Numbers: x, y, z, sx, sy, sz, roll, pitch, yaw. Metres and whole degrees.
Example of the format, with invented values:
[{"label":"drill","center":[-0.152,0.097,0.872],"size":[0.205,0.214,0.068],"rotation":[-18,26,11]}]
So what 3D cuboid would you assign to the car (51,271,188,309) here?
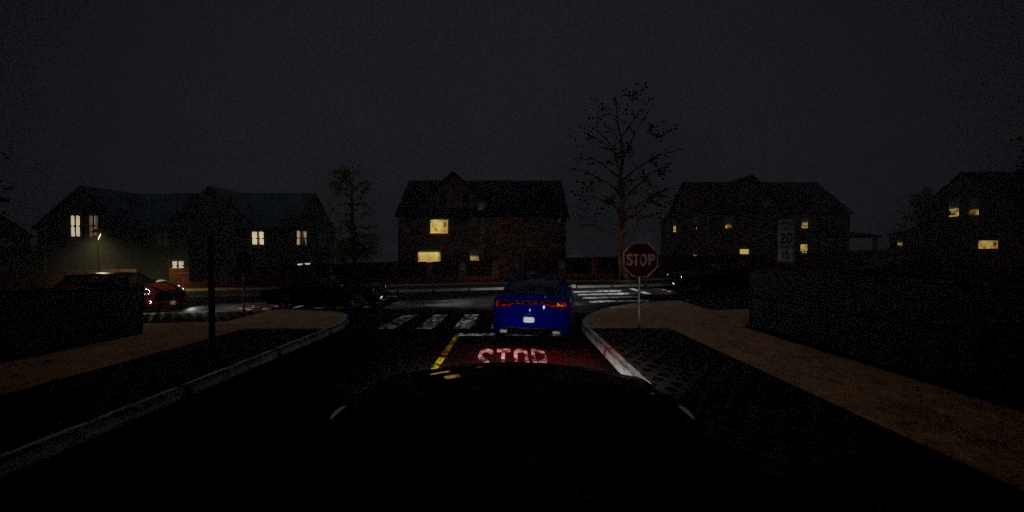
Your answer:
[{"label":"car","center":[-16.800,1.472,15.374],"size":[4.553,1.767,2.097],"rotation":[-1,1,0]}]

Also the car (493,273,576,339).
[{"label":"car","center":[0.786,1.226,10.175],"size":[1.882,1.535,5.008],"rotation":[0,0,10]}]

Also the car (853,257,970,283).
[{"label":"car","center":[20.055,0.753,18.347],"size":[5.357,1.411,2.033],"rotation":[-1,1,0]}]

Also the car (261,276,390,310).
[{"label":"car","center":[-7.812,1.506,15.382],"size":[4.718,1.301,1.895],"rotation":[-1,1,0]}]

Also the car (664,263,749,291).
[{"label":"car","center":[10.410,1.034,18.311],"size":[4.718,1.301,1.895],"rotation":[-1,1,-1]}]
